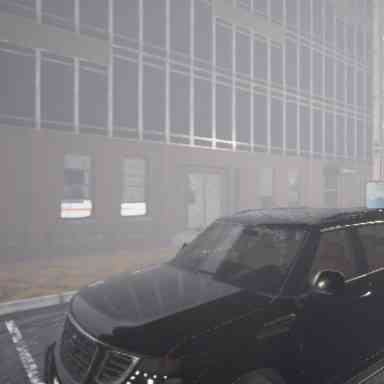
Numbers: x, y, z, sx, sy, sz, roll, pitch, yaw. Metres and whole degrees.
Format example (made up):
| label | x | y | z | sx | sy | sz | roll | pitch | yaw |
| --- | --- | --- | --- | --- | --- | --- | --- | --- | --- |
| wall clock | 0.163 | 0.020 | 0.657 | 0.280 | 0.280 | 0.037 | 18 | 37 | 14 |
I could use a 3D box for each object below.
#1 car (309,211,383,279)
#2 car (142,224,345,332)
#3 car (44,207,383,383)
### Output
| label | x | y | z | sx | sy | sz | roll | pitch | yaw |
| --- | --- | --- | --- | --- | --- | --- | --- | --- | --- |
| car | 5.894 | 1.521 | 10.819 | 4.097 | 1.590 | 1.967 | 0 | 0 | -36 |
| car | 1.312 | 1.600 | 7.514 | 4.403 | 1.369 | 2.008 | 0 | 0 | -36 |
| car | 1.199 | 1.250 | 4.241 | 5.566 | 2.045 | 2.150 | 0 | 0 | -36 |
